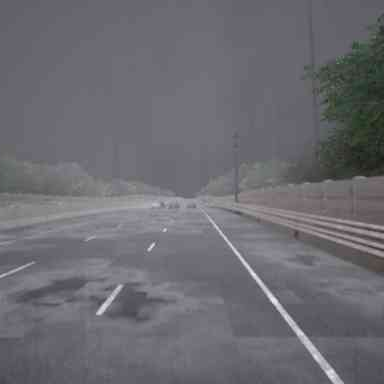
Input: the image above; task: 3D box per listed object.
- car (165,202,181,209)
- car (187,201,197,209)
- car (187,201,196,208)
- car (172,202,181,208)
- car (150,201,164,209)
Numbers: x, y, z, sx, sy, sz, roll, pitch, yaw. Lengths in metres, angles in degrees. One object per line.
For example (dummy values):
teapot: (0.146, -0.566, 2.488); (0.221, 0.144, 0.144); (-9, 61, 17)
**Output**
car: (-3.544, 2.623, 65.131); (2.128, 1.511, 4.902); (0, -2, 0)
car: (-0.044, 2.670, 65.549); (1.812, 1.442, 4.674); (0, -2, 0)
car: (-0.050, 2.840, 75.558); (1.882, 1.535, 5.008); (0, -2, 0)
car: (-3.550, 2.958, 75.581); (1.895, 1.301, 4.718); (0, -2, 0)
car: (-7.044, 2.670, 65.544); (1.812, 1.442, 4.674); (0, -2, 0)
